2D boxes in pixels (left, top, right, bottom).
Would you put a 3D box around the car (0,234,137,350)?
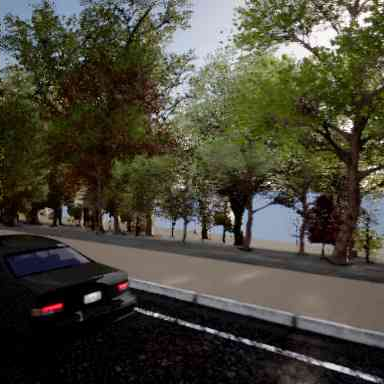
[{"bbox_3d":[-3.441,1.517,6.131,5.357,1.411,2.033,0,0,35],"label":"car"}]
